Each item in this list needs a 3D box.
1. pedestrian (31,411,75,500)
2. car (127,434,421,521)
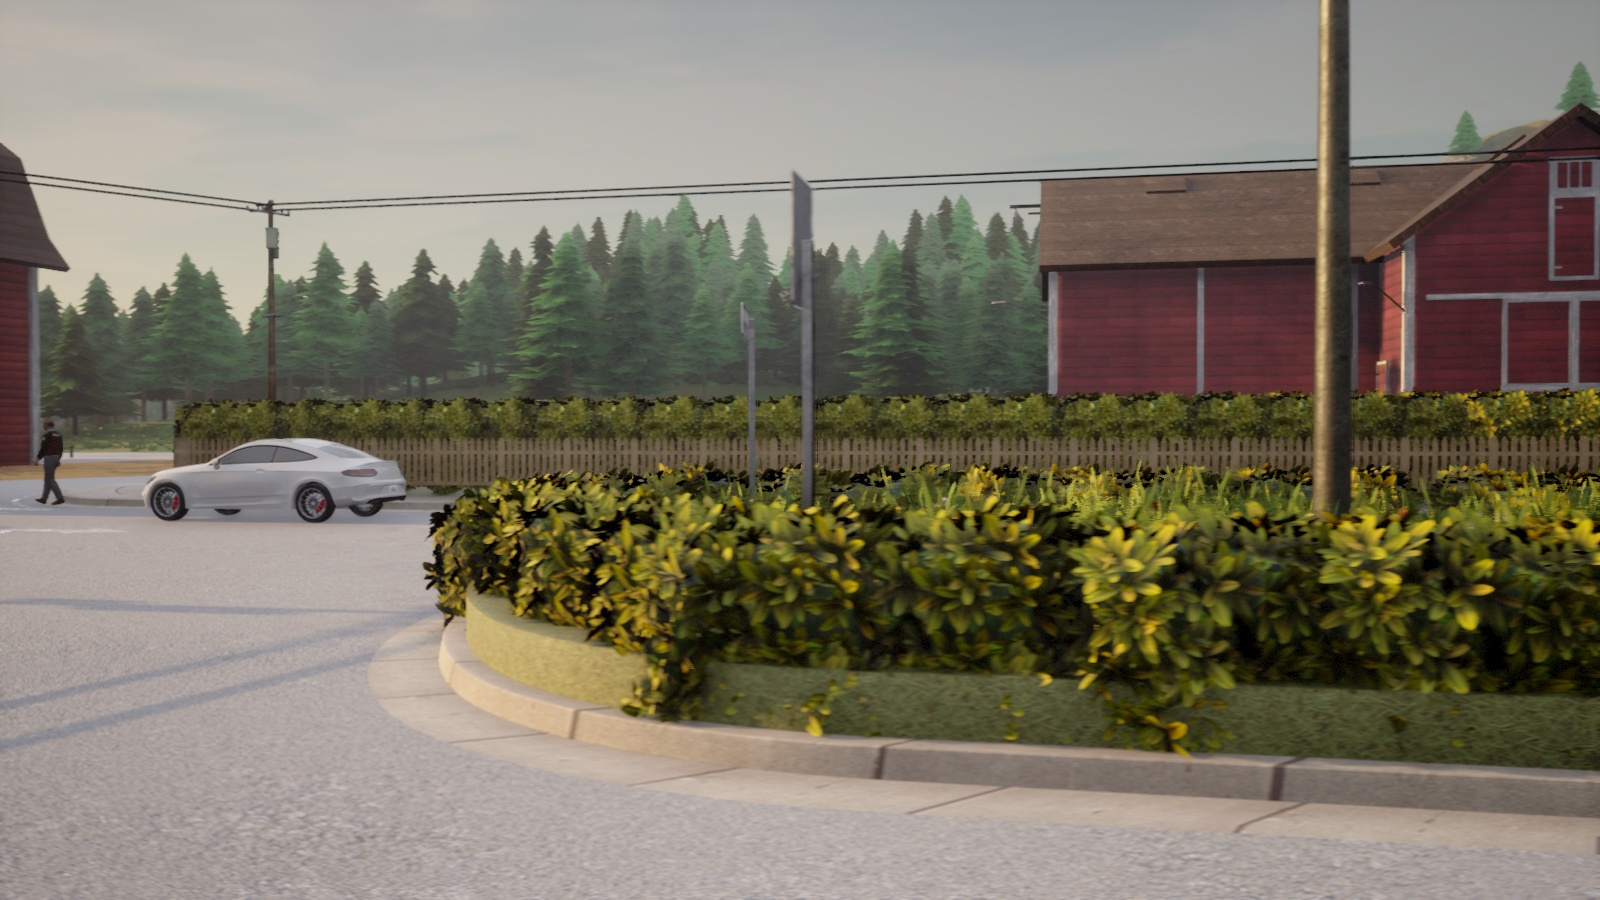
[{"bbox_3d":[-15.759,0.111,26.491,0.720,1.854,0.376,0,1,8],"label":"pedestrian"},{"bbox_3d":[-9.424,0.446,22.617,4.674,1.442,1.812,0,1,12],"label":"car"}]
